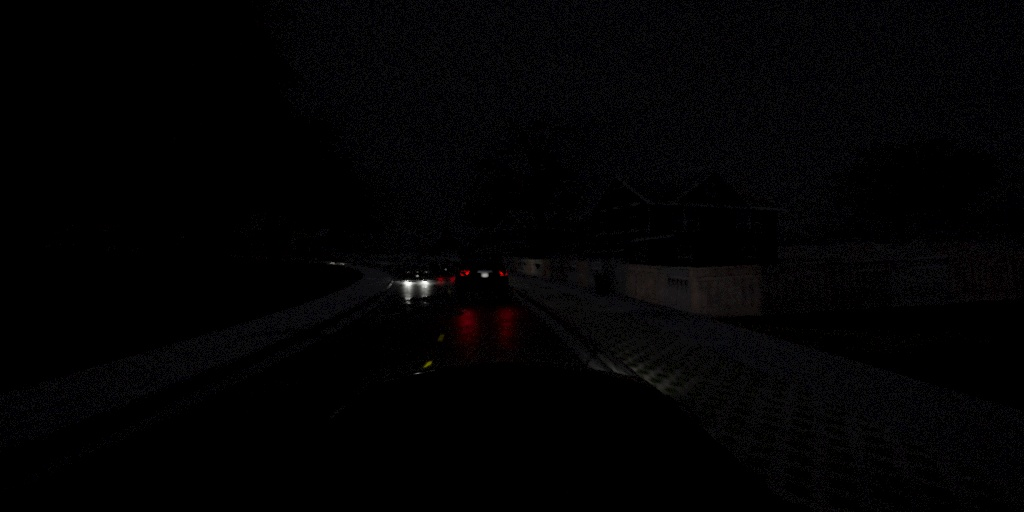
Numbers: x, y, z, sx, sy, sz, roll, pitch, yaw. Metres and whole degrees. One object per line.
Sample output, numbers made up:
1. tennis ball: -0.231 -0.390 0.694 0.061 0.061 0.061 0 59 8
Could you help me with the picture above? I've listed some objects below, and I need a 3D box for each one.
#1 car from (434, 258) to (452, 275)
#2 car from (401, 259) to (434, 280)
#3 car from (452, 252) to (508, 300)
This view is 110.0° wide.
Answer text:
1. car: -6.805 0.961 33.875 2.128 1.511 4.902 0 1 -23
2. car: -7.920 1.064 28.993 2.033 1.411 5.357 0 1 -21
3. car: -1.587 0.849 17.192 2.150 2.045 5.566 0 0 -11
